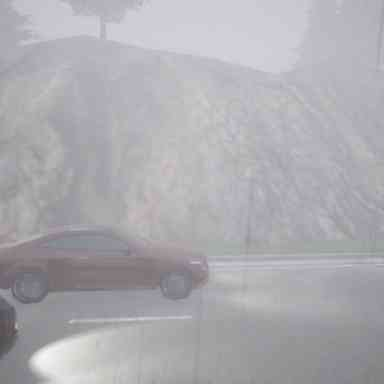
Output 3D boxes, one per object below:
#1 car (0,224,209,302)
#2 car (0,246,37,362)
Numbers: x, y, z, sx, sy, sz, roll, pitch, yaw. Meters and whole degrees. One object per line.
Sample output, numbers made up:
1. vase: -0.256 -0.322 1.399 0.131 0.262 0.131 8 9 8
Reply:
1. car: -1.957 1.463 7.420 4.674 1.442 1.812 1 0 -7
2. car: -4.292 1.487 3.651 4.181 1.385 1.994 1 0 -5
